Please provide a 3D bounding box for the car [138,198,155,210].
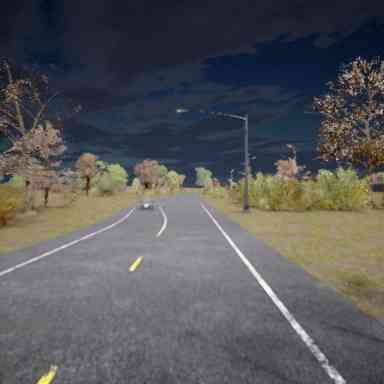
[{"bbox_3d":[-5.697,1.460,41.930,2.128,1.511,4.902,0,0,-7],"label":"car"}]
